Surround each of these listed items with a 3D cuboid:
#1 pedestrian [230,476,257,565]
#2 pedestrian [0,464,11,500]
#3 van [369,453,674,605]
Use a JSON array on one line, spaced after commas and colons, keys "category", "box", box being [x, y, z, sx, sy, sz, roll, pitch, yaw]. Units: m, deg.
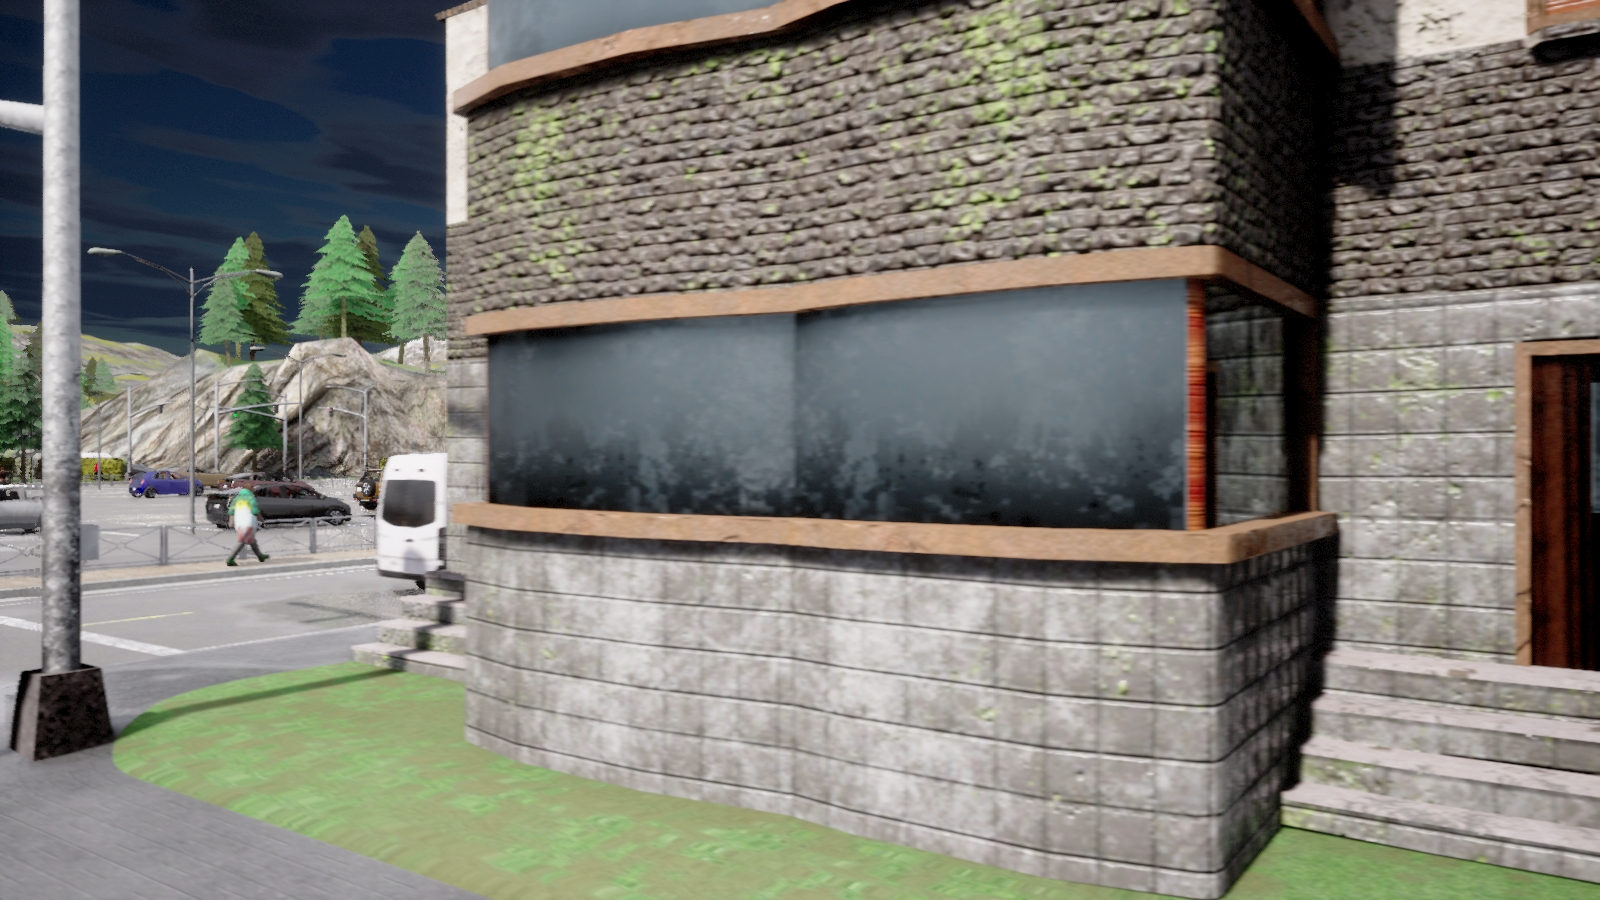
[{"category": "pedestrian", "box": [-11.918, 1.500, 24.480, 0.375, 1.860, 0.375, 0, 0, 26]}, {"category": "pedestrian", "box": [-41.211, 1.649, 59.233, 0.375, 1.860, 0.375, 0, 0, 28]}, {"category": "van", "box": [-5.175, 1.338, 22.232, 1.988, 2.561, 5.915, 0, 0, 35]}]
